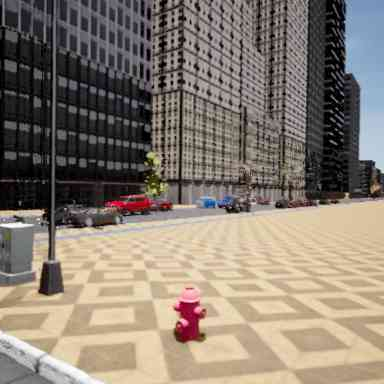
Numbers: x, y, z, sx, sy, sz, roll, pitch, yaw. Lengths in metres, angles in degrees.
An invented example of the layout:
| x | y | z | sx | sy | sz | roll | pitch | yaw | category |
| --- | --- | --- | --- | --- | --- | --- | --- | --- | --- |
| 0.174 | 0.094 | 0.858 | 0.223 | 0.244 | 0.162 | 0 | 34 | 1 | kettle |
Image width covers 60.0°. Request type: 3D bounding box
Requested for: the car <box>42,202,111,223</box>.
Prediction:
| x | y | z | sx | sy | sz | roll | pitch | yaw | category |
| --- | --- | --- | --- | --- | --- | --- | --- | --- | --- |
| -9.084 | 1.667 | 25.892 | 1.837 | 1.490 | 4.892 | 1 | 0 | 36 | car |

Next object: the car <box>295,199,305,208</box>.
| x | y | z | sx | sy | sz | roll | pitch | yaw | category |
| --- | --- | --- | --- | --- | --- | --- | --- | --- | --- |
| 18.713 | 2.242 | 61.210 | 1.802 | 1.307 | 4.206 | 1 | 0 | 35 | car |

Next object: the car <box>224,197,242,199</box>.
| x | y | z | sx | sy | sz | roll | pitch | yaw | category |
| --- | --- | --- | --- | --- | --- | --- | --- | --- | --- |
| 6.958 | 1.949 | 48.915 | 1.837 | 1.490 | 4.892 | 1 | 0 | 36 | car |

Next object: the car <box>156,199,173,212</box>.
| x | y | z | sx | sy | sz | roll | pitch | yaw | category |
| --- | --- | --- | --- | --- | --- | --- | --- | --- | --- |
| -4.253 | 1.657 | 42.825 | 1.967 | 1.590 | 4.097 | 1 | 0 | 35 | car |

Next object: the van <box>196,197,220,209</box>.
| x | y | z | sx | sy | sz | roll | pitch | yaw | category |
| --- | --- | --- | --- | --- | --- | --- | --- | --- | --- |
| 2.183 | 1.670 | 52.093 | 1.690 | 1.788 | 3.998 | 1 | 0 | 35 | van |

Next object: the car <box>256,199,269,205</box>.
| x | y | z | sx | sy | sz | roll | pitch | yaw | category |
| --- | --- | --- | --- | --- | --- | --- | --- | --- | --- |
| 15.050 | 2.133 | 70.626 | 1.802 | 1.307 | 4.206 | 1 | 0 | 35 | car |

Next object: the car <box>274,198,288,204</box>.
| x | y | z | sx | sy | sz | roll | pitch | yaw | category |
| --- | --- | --- | --- | --- | --- | --- | --- | --- | --- |
| 21.484 | 2.227 | 79.893 | 1.947 | 1.339 | 4.313 | 1 | 0 | 35 | car |

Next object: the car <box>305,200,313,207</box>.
| x | y | z | sx | sy | sz | roll | pitch | yaw | category |
| --- | --- | --- | --- | --- | --- | --- | --- | --- | --- |
| 21.933 | 2.155 | 65.845 | 1.967 | 1.590 | 4.097 | 1 | 0 | 35 | car |

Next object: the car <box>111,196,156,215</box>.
| x | y | z | sx | sy | sz | roll | pitch | yaw | category |
| --- | --- | --- | --- | --- | --- | --- | --- | --- | --- |
| -6.694 | 1.409 | 34.739 | 2.150 | 2.045 | 5.566 | 1 | 0 | 35 | car |

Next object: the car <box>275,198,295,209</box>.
| x | y | z | sx | sy | sz | roll | pitch | yaw | category |
| --- | --- | --- | --- | --- | --- | --- | --- | --- | --- |
| 15.495 | 2.171 | 56.575 | 1.947 | 1.339 | 4.313 | 1 | 0 | 35 | car |

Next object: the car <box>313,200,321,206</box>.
| x | y | z | sx | sy | sz | roll | pitch | yaw | category |
| --- | --- | --- | --- | --- | --- | --- | --- | --- | --- |
| 25.149 | 2.336 | 70.479 | 1.947 | 1.339 | 4.313 | 1 | 0 | 35 | car |

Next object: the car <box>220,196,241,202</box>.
| x | y | z | sx | sy | sz | roll | pitch | yaw | category |
| --- | --- | --- | --- | --- | --- | --- | --- | --- | --- |
| 6.149 | 1.624 | 53.070 | 2.150 | 2.045 | 5.566 | 1 | 0 | 35 | car |

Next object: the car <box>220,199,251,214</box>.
| x | y | z | sx | sy | sz | roll | pitch | yaw | category |
| --- | --- | --- | --- | --- | --- | --- | --- | --- | --- |
| 5.840 | 2.004 | 42.671 | 1.947 | 1.339 | 4.313 | 1 | 0 | 35 | car |

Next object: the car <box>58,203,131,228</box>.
| x | y | z | sx | sy | sz | roll | pitch | yaw | category |
| --- | --- | --- | --- | --- | --- | --- | --- | --- | --- |
| -6.925 | 1.765 | 24.061 | 2.008 | 1.369 | 4.403 | 1 | 0 | 35 | car |

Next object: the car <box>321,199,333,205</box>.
| x | y | z | sx | sy | sz | roll | pitch | yaw | category |
| --- | --- | --- | --- | --- | --- | --- | --- | --- | --- |
| 31.586 | 2.446 | 79.749 | 1.947 | 1.339 | 4.313 | 1 | 0 | 35 | car |
